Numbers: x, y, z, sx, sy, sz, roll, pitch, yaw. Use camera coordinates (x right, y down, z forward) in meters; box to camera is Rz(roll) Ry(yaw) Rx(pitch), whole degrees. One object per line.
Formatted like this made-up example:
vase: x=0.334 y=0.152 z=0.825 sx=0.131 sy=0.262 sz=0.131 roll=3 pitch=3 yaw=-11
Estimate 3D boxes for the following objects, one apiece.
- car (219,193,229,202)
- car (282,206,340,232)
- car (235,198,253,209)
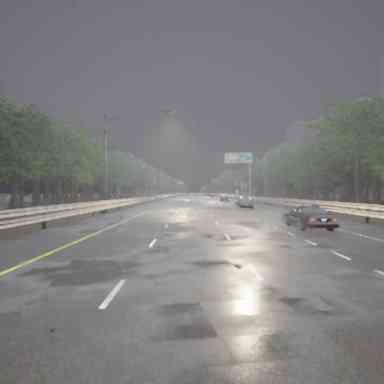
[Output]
car: x=7.373 y=1.486 z=76.627 sx=1.812 sy=1.442 sz=4.674 roll=0 pitch=0 yaw=0
car: x=7.038 y=1.546 z=20.220 sx=2.033 sy=1.411 sz=5.357 roll=0 pitch=0 yaw=0
car: x=7.148 y=1.561 z=45.589 sx=1.994 sy=1.385 sz=4.181 roll=0 pitch=0 yaw=0
